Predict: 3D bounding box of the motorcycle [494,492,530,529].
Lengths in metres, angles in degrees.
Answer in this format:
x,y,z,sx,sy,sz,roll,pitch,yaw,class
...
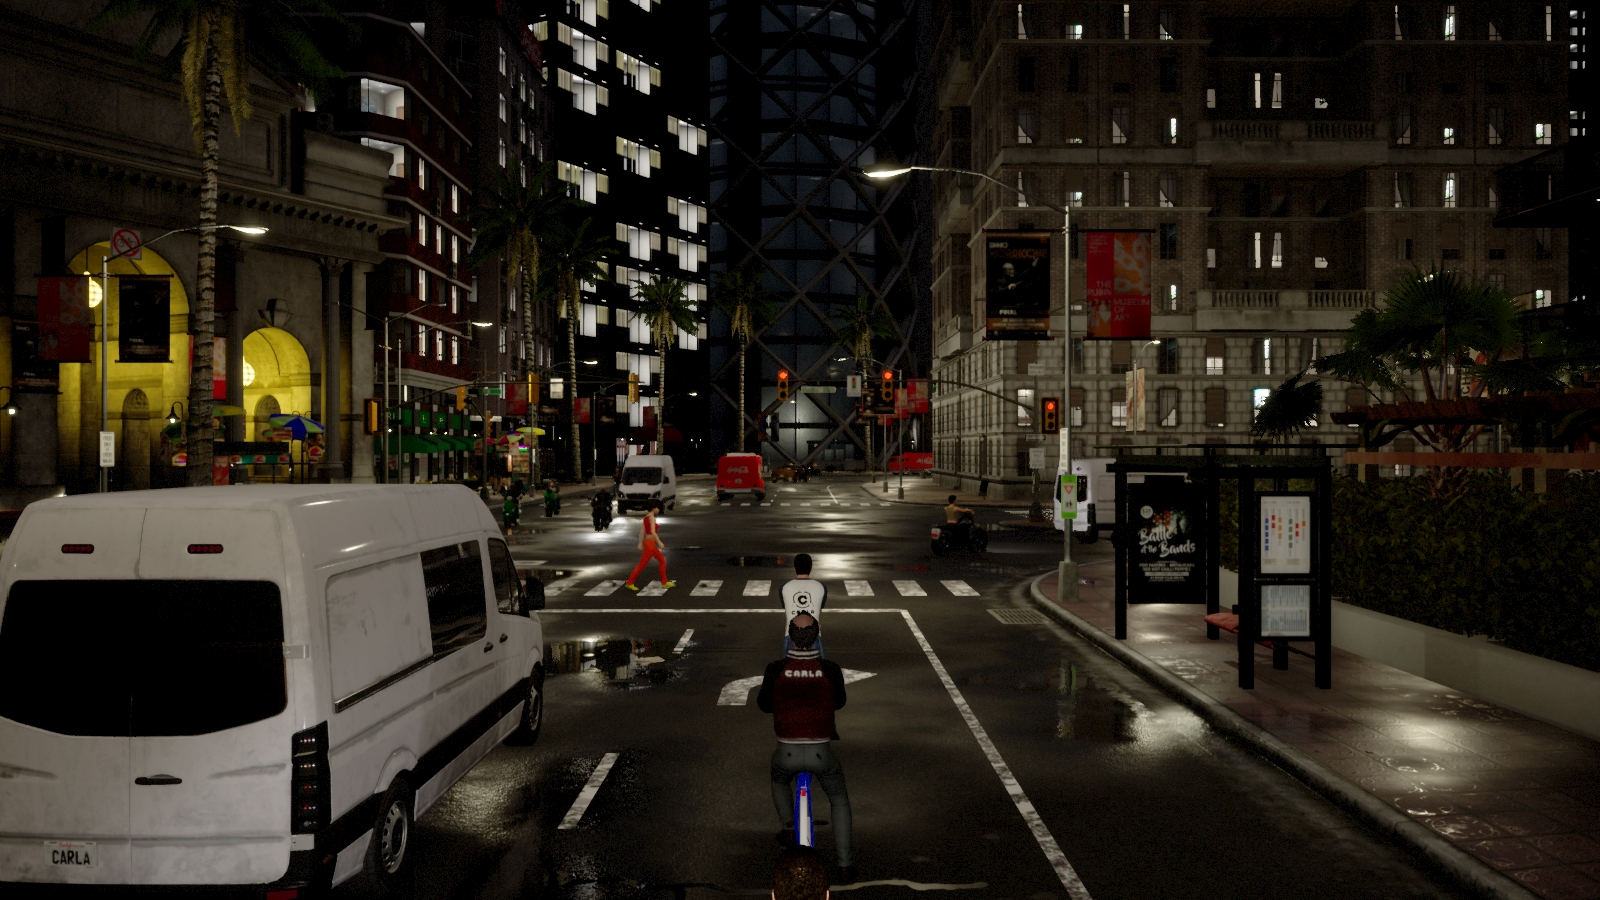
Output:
x,y,z,sx,sy,sz,roll,pitch,yaw,class
-10.358,2.182,41.184,0.856,1.236,1.805,0,0,0,motorcycle

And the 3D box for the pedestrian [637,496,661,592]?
x,y,z,sx,sy,sz,roll,pitch,yaw,class
-2.994,1.849,22.645,0.375,1.860,0.375,0,0,-21,pedestrian

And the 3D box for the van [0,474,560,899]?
x,y,z,sx,sy,sz,roll,pitch,yaw,class
-3.525,1.534,8.973,1.988,2.561,5.915,0,0,0,van

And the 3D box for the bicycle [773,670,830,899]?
x,y,z,sx,sy,sz,roll,pitch,yaw,class
0.008,2.210,7.501,0.329,1.171,1.835,0,0,0,bicycle

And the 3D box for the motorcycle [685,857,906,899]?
x,y,z,sx,sy,sz,roll,pitch,yaw,class
-0.018,2.213,3.585,0.803,1.145,2.033,0,0,0,motorcycle

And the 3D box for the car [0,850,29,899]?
x,y,z,sx,sy,sz,roll,pitch,yaw,class
-3.487,2.120,2.971,1.481,1.376,2.207,0,0,0,car

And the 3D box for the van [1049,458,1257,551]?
x,y,z,sx,sy,sz,roll,pitch,yaw,class
10.477,1.535,33.884,5.915,2.561,1.988,0,0,-21,van

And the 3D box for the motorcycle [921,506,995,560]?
x,y,z,sx,sy,sz,roll,pitch,yaw,class
4.225,2.170,30.348,0.764,1.277,2.356,0,0,41,motorcycle
